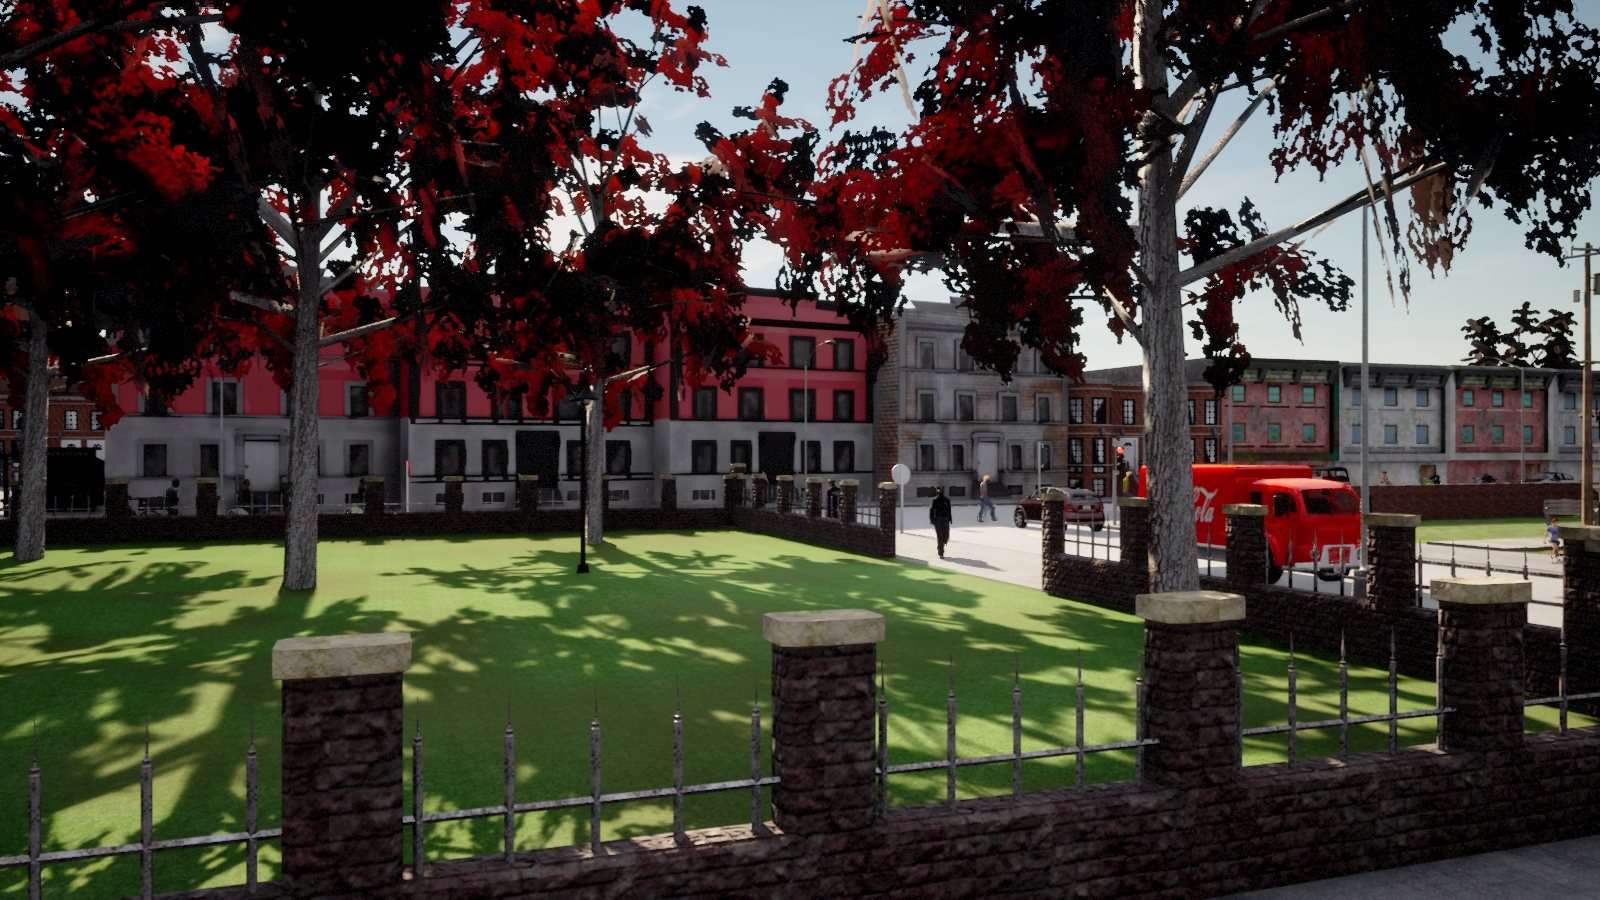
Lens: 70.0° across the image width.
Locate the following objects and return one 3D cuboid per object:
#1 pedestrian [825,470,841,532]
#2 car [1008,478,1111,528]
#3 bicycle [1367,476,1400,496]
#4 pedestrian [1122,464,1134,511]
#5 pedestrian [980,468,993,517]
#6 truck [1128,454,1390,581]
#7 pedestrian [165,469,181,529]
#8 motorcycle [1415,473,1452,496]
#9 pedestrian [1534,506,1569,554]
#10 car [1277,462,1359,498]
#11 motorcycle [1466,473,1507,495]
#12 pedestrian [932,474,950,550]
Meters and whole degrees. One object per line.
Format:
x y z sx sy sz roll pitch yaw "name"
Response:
1.001 1.522 34.444 0.375 1.860 0.375 0 0 -20 "pedestrian"
8.997 1.801 39.904 1.789 1.549 3.705 0 0 -20 "car"
32.576 2.025 63.770 1.487 1.080 0.859 0 0 -20 "bicycle"
13.247 1.511 46.179 0.375 1.860 0.375 0 0 4 "pedestrian"
7.108 1.624 43.621 0.375 1.860 0.375 0 0 -11 "pedestrian"
9.991 1.344 25.449 2.627 2.467 5.204 0 0 -20 "truck"
-19.518 1.525 35.564 0.375 1.860 0.375 0 0 -20 "pedestrian"
36.035 1.950 64.982 1.805 1.236 0.856 0 0 -20 "motorcycle"
17.788 1.899 27.059 0.500 1.100 0.500 0 0 1 "pedestrian"
28.172 1.627 62.166 3.866 1.878 1.905 0 0 -20 "car"
39.886 1.972 66.378 2.209 1.251 0.867 0 0 -20 "motorcycle"
3.483 1.522 28.303 0.375 1.860 0.375 0 0 -4 "pedestrian"
